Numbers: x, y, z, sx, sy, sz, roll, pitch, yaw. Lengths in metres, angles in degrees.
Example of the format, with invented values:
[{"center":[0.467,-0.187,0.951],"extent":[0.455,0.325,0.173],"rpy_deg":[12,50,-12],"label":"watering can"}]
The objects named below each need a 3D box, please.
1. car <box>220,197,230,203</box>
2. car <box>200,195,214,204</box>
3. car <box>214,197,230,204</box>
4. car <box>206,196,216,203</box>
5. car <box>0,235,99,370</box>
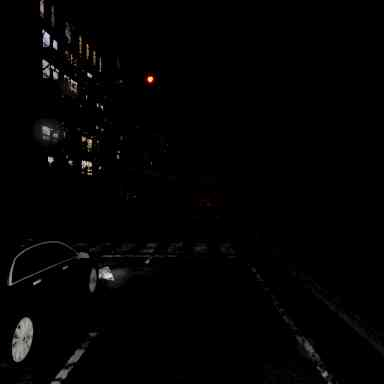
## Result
[{"center":[7.849,1.855,78.711],"extent":[1.994,1.385,4.181],"rpy_deg":[0,0,12],"label":"car"},{"center":[2.991,1.589,69.486],"extent":[2.097,1.767,4.553],"rpy_deg":[0,0,9],"label":"car"},{"center":[6.181,1.740,68.884],"extent":[1.837,1.490,4.892],"rpy_deg":[0,0,10],"label":"car"},{"center":[4.613,1.802,79.107],"extent":[1.837,1.490,4.892],"rpy_deg":[0,0,11],"label":"car"},{"center":[-3.047,1.507,5.679],"extent":[1.837,1.490,4.892],"rpy_deg":[0,0,1],"label":"car"}]
